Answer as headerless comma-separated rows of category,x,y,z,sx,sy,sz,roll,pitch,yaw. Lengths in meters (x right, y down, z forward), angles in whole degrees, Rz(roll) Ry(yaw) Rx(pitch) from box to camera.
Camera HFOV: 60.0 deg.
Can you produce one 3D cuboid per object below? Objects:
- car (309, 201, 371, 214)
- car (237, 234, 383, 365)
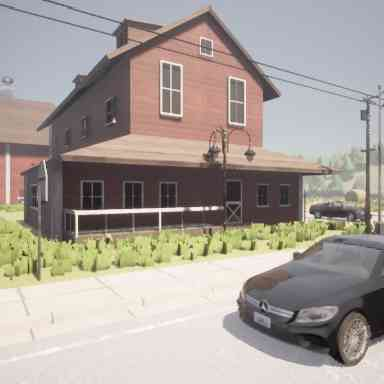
car,11.701,1.474,26.453,2.128,1.511,4.902,0,0,-33
car,2.941,1.528,5.892,4.674,1.442,1.812,0,0,-32
